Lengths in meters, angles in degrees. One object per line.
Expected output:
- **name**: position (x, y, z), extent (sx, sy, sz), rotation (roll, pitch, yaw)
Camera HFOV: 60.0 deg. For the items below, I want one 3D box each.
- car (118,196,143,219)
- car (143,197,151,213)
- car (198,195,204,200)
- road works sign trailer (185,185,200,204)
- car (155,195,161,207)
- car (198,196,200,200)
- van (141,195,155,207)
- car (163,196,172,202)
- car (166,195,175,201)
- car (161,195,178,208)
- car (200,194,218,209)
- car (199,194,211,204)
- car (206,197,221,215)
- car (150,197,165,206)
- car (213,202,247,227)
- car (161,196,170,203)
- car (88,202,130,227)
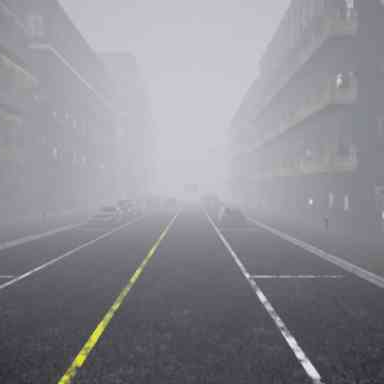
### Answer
- **car**: position (-5.692, 1.440, 28.114), extent (1.967, 1.590, 4.097), rotation (-1, 0, 0)
- **car**: position (-5.695, 1.551, 33.716), extent (2.008, 1.369, 4.403), rotation (-1, 0, 0)
- **car**: position (2.602, 1.530, 95.487), extent (1.752, 1.417, 4.829), rotation (-1, 0, 0)
- **road works sign trailer**: position (-0.047, 0.453, 61.934), extent (2.380, 3.560, 2.880), rotation (0, 1, 1)
- **car**: position (-5.735, 1.316, 50.523), extent (2.192, 1.841, 5.009), rotation (-1, 0, 0)
- **car**: position (2.631, 1.316, 56.103), extent (2.192, 1.841, 5.009), rotation (-1, 0, 0)
- **van**: position (-5.702, 1.342, 39.319), extent (1.690, 1.788, 3.998), rotation (-1, 0, 0)
- **car**: position (-5.764, 1.585, 78.533), extent (1.802, 1.307, 4.206), rotation (-1, 0, 0)
- **car**: position (-5.773, 1.556, 89.738), extent (2.008, 1.369, 4.403), rotation (-1, 0, 0)
- **car**: position (-3.121, 1.478, 49.407), extent (1.882, 1.535, 5.008), rotation (0, 0, 0)
- **car**: position (2.640, 1.315, 44.899), extent (2.192, 1.841, 5.009), rotation (-1, 0, 0)
- **car**: position (2.622, 1.317, 67.307), extent (2.192, 1.841, 5.009), rotation (-1, 0, 0)
- **car**: position (2.652, 1.525, 33.865), extent (1.752, 1.417, 4.829), rotation (-1, 0, 0)
- **car**: position (-5.753, 1.552, 56.125), extent (2.008, 1.369, 4.403), rotation (-1, 0, 0)
- **car**: position (2.662, 1.582, 22.491), extent (1.802, 1.307, 4.206), rotation (-1, 0, 0)
- **car**: position (-5.759, 1.585, 72.931), extent (1.802, 1.307, 4.206), rotation (-1, 0, 0)
- **car**: position (-5.685, 1.582, 22.513), extent (1.802, 1.307, 4.206), rotation (-1, 0, 0)
